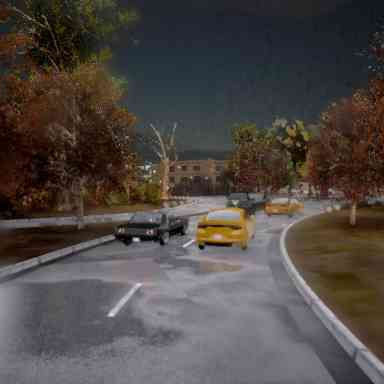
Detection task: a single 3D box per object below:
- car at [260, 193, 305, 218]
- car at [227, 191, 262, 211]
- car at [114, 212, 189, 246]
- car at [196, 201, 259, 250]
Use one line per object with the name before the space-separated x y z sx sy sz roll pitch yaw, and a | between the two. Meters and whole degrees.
car | 7.656 1.167 27.100 1.882 1.535 5.008 0 1 35
car | 4.995 0.931 28.965 2.150 2.045 5.566 0 1 35
car | -1.560 1.527 14.966 1.895 1.301 4.718 0 1 15
car | 1.566 1.400 14.075 1.882 1.535 5.008 0 1 15
